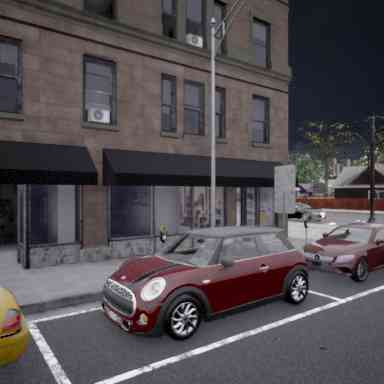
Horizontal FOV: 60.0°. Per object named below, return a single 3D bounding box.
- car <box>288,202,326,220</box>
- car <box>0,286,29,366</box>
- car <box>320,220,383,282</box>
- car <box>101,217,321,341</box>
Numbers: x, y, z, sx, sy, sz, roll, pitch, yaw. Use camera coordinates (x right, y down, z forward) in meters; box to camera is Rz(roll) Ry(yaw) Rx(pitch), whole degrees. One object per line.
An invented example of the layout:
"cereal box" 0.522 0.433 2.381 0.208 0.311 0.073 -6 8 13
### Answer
"car" 8.445 1.588 27.082 2.128 1.511 4.902 0 0 -37
"car" -4.267 1.525 3.148 4.829 1.417 1.752 0 0 -35
"car" 4.865 1.581 9.646 4.206 1.307 1.802 0 0 -35
"car" 0.368 1.440 6.446 4.097 1.590 1.967 0 0 -35
